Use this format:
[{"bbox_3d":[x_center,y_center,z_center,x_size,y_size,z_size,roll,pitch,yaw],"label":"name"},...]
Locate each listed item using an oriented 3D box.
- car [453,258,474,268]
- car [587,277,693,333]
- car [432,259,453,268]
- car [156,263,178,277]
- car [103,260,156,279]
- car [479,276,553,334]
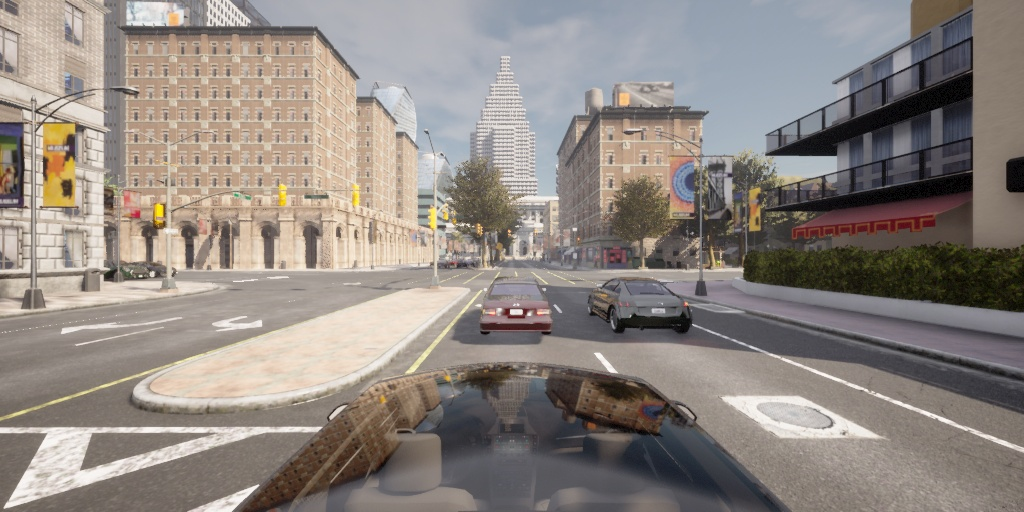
[{"bbox_3d":[-8.129,1.351,60.388,1.895,1.301,4.718,0,0,0],"label":"car"},{"bbox_3d":[3.589,1.314,10.790,1.994,1.385,4.181,0,0,0],"label":"car"},{"bbox_3d":[-11.630,1.276,60.266,1.812,1.442,4.674,0,0,0],"label":"car"},{"bbox_3d":[-34.193,1.255,33.513,4.892,1.490,1.837,0,0,0],"label":"car"},{"bbox_3d":[-33.351,1.102,30.018,4.553,1.767,2.097,0,0,0],"label":"car"},{"bbox_3d":[0.091,1.297,10.530,2.033,1.411,5.357,0,0,0],"label":"car"}]
